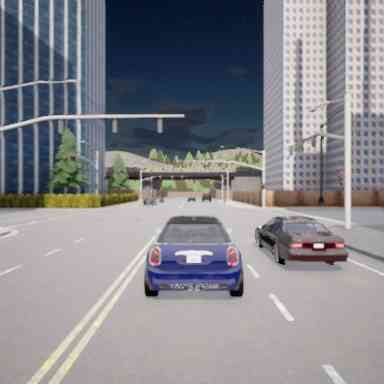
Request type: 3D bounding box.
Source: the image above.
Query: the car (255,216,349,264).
[{"bbox_3d":[3.571,1.564,11.848,2.033,1.411,5.357,0,0,0],"label":"car"}]

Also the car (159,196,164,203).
[{"bbox_3d":[-7.046,1.626,70.944,2.128,1.511,4.902,0,0,0],"label":"car"}]

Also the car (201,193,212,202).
[{"bbox_3d":[3.450,1.314,78.515,2.150,2.045,5.566,0,0,0],"label":"car"}]

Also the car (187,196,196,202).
[{"bbox_3d":[-0.050,1.613,78.482,1.812,1.442,4.674,0,0,0],"label":"car"}]

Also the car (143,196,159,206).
[{"bbox_3d":[-7.096,1.585,55.744,1.837,1.490,4.892,0,0,0],"label":"car"}]

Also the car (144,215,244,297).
[{"bbox_3d":[0.054,1.365,8.793,2.097,1.767,4.553,0,0,0],"label":"car"}]
